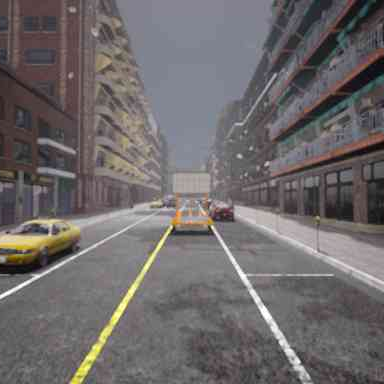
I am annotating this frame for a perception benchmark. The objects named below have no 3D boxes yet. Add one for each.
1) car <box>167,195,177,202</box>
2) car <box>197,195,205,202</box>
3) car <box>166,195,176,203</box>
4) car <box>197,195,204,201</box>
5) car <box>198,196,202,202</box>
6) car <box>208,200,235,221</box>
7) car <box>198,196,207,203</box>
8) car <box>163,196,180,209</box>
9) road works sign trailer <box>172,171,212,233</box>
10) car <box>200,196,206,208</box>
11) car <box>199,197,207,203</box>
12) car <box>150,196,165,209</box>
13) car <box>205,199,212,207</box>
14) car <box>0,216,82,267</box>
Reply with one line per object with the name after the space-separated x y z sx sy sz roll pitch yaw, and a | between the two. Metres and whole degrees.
-5.310 1.755 89.207 2.192 1.841 5.009 1 0 0 | car
2.535 1.794 94.681 2.192 1.841 5.009 1 0 0 | car
-5.309 1.716 83.678 2.192 1.841 5.009 1 0 0 | car
2.569 1.871 72.556 1.887 1.381 4.507 1 0 0 | car
2.572 1.779 55.964 2.008 1.369 4.403 1 0 0 | car
2.578 1.639 28.311 1.887 1.381 4.507 1 0 0 | car
2.576 1.841 83.618 1.967 1.590 4.097 1 0 0 | car
-2.841 1.701 49.915 1.837 1.490 4.892 0 0 0 | car
-0.015 0.526 19.985 2.380 3.560 2.880 0 0 0 | road works sign trailer
2.573 1.745 50.433 1.887 1.381 4.507 1 0 0 | car
2.567 1.907 78.086 1.887 1.381 4.507 1 0 0 | car
-5.306 1.724 50.324 1.752 1.417 4.829 2 0 0 | car
2.578 1.644 34.013 1.752 1.417 4.829 1 0 0 | car
-5.296 1.559 11.617 1.752 1.417 4.829 2 0 0 | car
